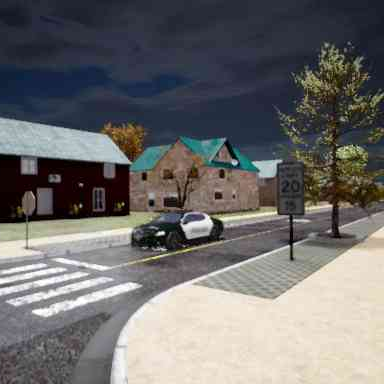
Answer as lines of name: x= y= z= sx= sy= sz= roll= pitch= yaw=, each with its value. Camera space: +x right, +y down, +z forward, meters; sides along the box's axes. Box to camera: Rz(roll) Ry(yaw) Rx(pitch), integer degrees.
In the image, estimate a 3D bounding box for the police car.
police car: x=-0.571 y=1.575 z=14.914 sx=2.038 sy=1.542 sz=4.974 roll=-1 pitch=-1 yaw=36
